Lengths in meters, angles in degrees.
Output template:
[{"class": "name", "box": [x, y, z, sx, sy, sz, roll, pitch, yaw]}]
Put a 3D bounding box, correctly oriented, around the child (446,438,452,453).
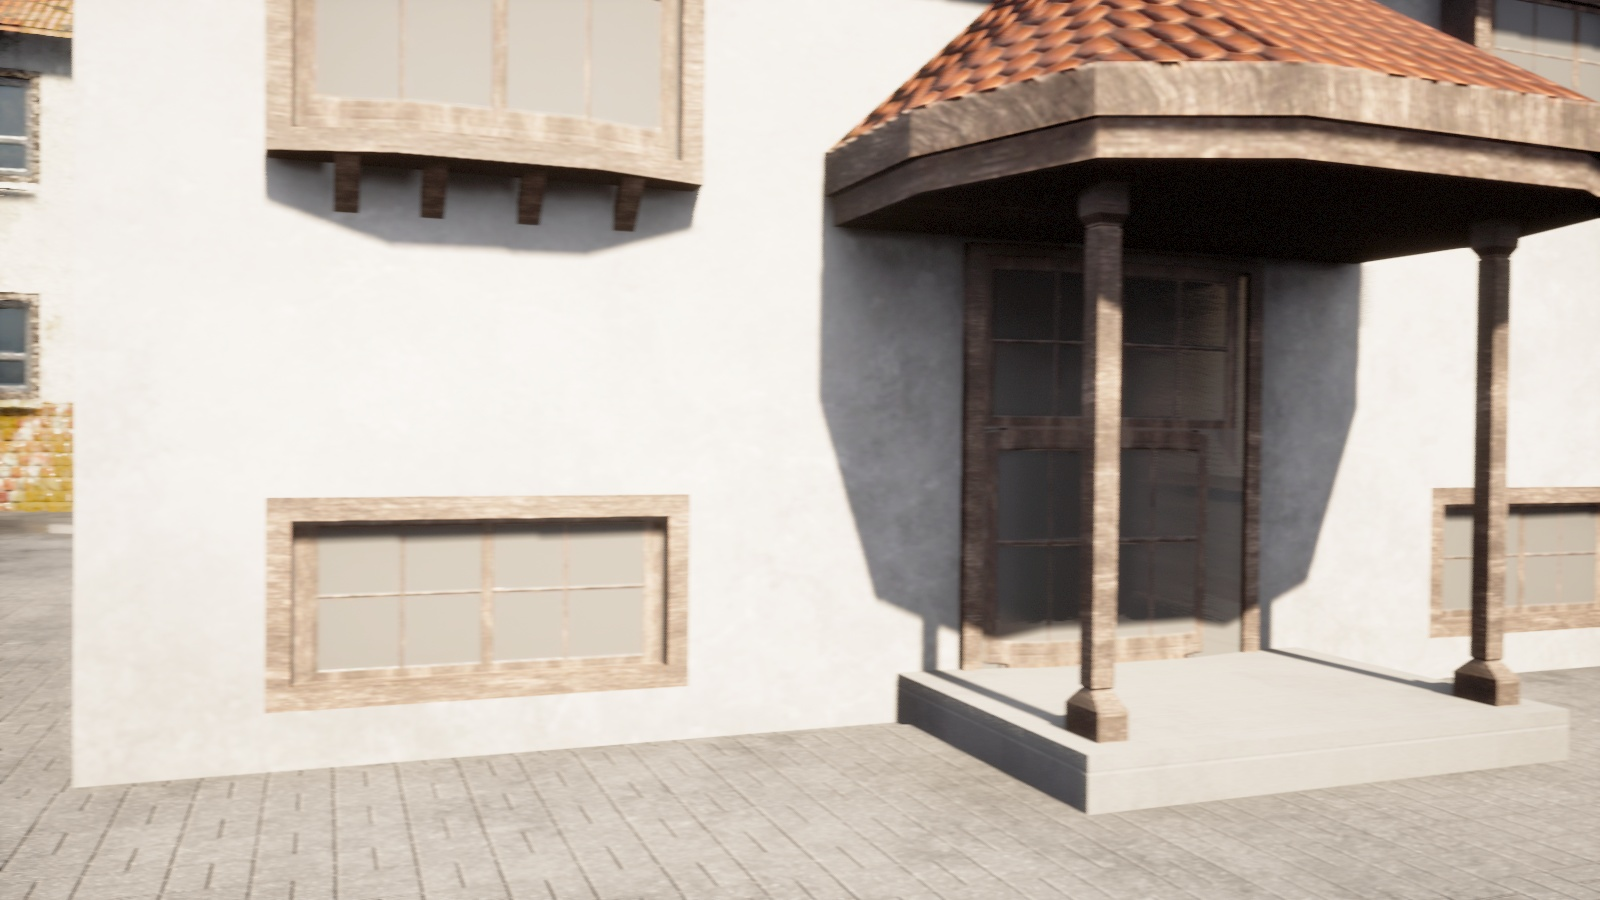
[{"class": "child", "box": [-25.753, -0.343, 92.141, 0.394, 1.110, 0.255, -1, 1, -19]}]
